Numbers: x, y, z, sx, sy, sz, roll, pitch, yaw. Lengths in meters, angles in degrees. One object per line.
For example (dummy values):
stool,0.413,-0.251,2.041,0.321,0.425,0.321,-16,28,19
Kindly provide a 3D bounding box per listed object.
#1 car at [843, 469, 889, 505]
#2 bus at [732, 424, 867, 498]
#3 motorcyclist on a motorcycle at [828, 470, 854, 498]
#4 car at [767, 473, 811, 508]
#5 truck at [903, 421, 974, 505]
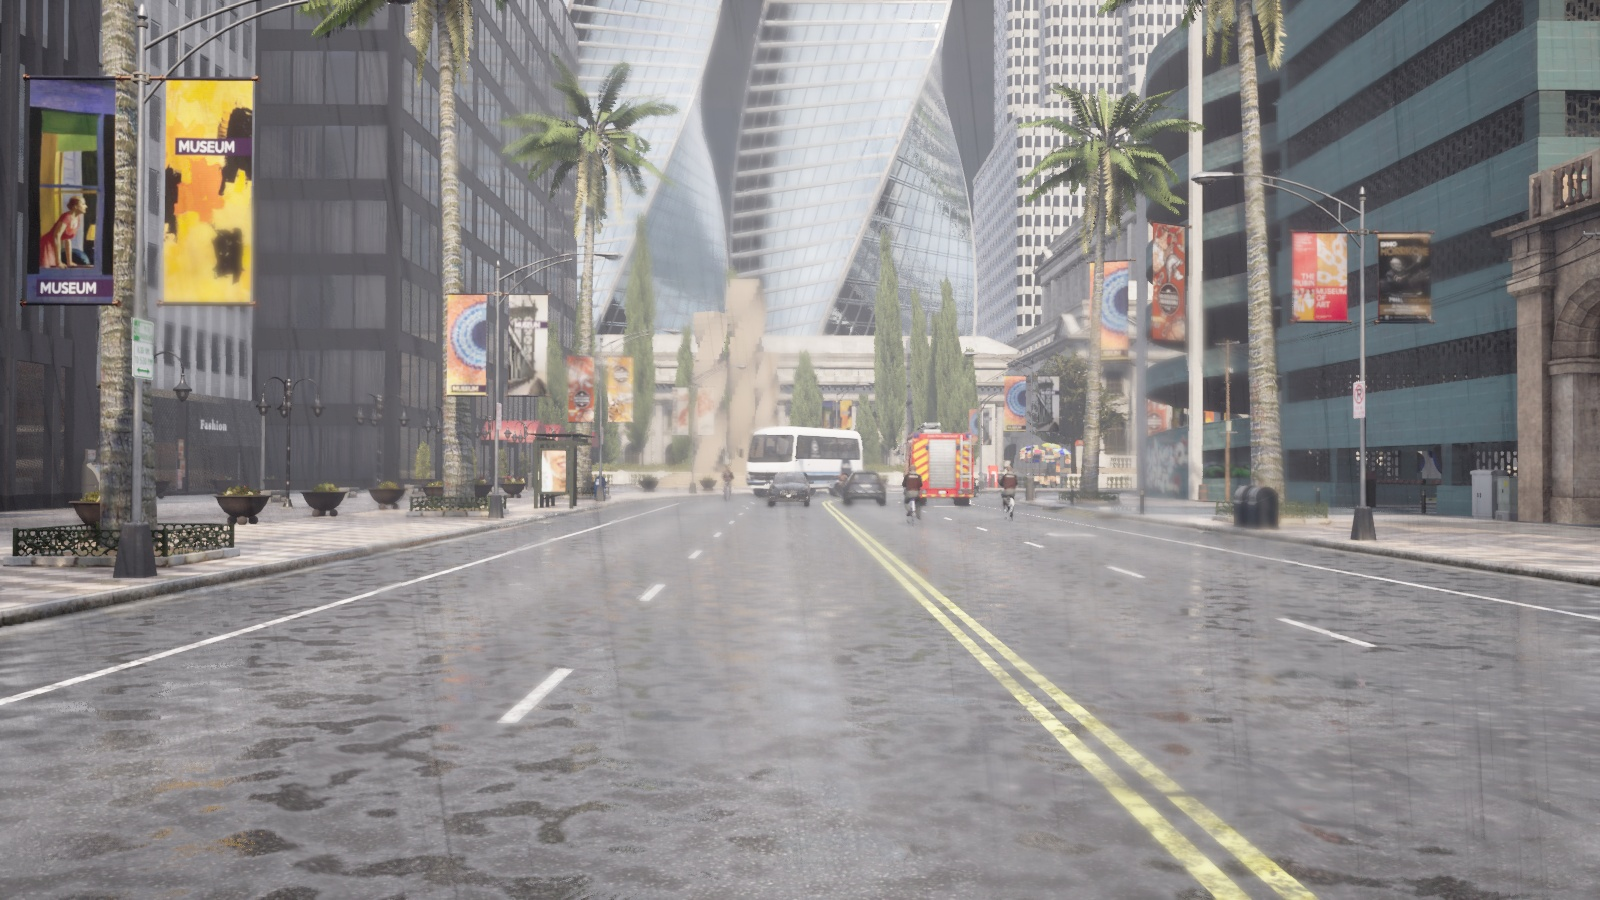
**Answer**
car,3.099,1.736,59.940,2.033,1.649,4.856,0,-1,1
bus,0.167,0.740,77.761,3.944,4.253,10.273,-1,-1,28
motorcyclist on a motorcycle,2.408,1.994,73.934,0.766,1.649,2.350,0,-1,22
car,-0.442,1.762,56.146,1.837,1.490,4.892,0,-1,1
truck,6.734,0.663,62.109,2.891,3.827,8.468,0,-1,3
